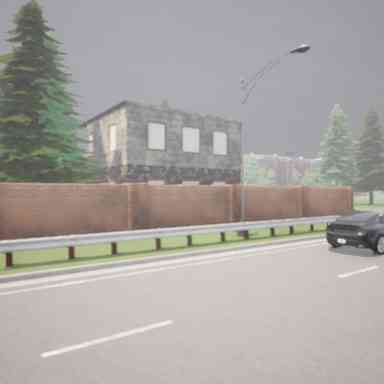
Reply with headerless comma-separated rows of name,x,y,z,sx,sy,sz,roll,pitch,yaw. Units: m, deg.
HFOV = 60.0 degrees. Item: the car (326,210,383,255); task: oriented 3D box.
car,7.377,1.503,13.373,4.892,1.490,1.837,0,0,-35
